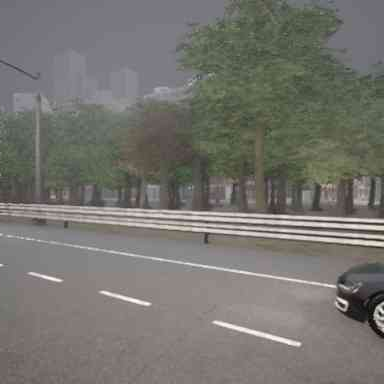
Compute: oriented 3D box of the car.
[{"bbox_3d":[4.715,1.505,4.805,4.892,1.490,1.837,0,0,36],"label":"car"}]
